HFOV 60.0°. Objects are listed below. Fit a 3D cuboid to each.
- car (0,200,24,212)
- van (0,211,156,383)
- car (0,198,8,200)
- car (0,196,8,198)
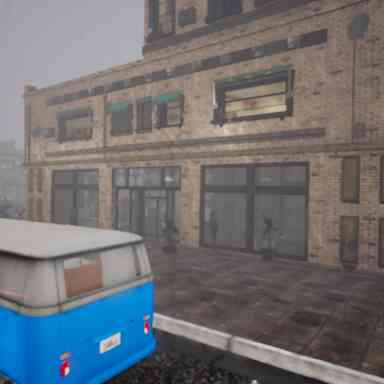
[{"bbox_3d":[-15.531,1.706,30.782,1.947,1.339,4.313,1,0,36],"label":"car"},{"bbox_3d":[-2.357,1.327,4.533,3.998,1.788,1.690,0,1,35],"label":"van"},{"bbox_3d":[-18.532,1.661,36.483,1.895,1.301,4.718,1,0,36],"label":"car"},{"bbox_3d":[-22.291,1.300,35.728,2.192,1.841,5.009,1,0,36],"label":"car"}]
